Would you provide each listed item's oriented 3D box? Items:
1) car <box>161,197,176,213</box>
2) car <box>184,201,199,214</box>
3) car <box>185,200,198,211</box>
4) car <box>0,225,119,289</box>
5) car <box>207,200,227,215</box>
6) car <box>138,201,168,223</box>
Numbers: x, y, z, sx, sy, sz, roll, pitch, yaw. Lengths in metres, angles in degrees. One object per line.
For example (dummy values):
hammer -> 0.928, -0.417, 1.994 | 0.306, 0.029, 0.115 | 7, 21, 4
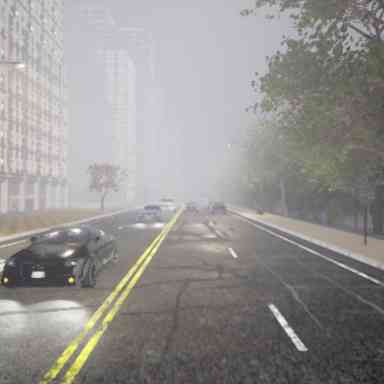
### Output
car -> -3.318, 1.777, 45.320 | 2.150, 2.045, 5.566 | 0, -1, 0
car -> -0.062, 1.964, 40.762 | 2.033, 1.411, 5.357 | 0, -1, 0
car -> -0.078, 2.053, 51.155 | 1.812, 1.442, 4.674 | 0, -1, 0
car -> -3.361, 1.638, 9.266 | 1.994, 1.385, 4.181 | 0, -1, 0
car -> 3.187, 1.936, 40.767 | 1.837, 1.490, 4.892 | 0, -1, 0
car -> -3.380, 1.796, 28.279 | 1.812, 1.442, 4.674 | 0, -1, 0
